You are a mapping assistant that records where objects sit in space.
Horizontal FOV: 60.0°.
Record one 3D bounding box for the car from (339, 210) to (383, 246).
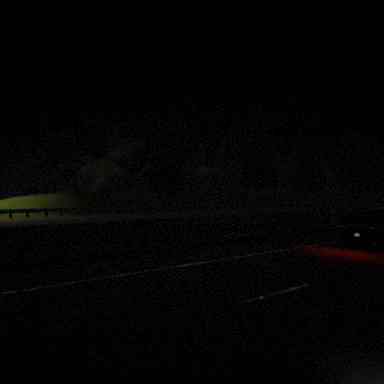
[{"bbox_3d":[8.269,1.482,14.066,5.008,1.535,1.882,0,0,-35],"label":"car"}]
